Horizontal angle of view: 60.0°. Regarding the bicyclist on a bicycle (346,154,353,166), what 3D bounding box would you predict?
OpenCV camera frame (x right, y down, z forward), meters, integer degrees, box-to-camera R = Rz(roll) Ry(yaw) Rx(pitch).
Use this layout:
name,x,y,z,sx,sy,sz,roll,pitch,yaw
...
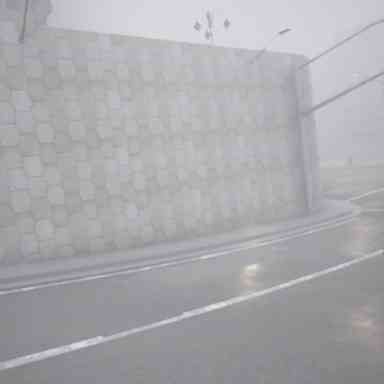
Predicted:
name,x,y,z,sx,sy,sz,roll,pitch,yaw
bicyclist on a bicycle,21.920,-4.410,46.234,1.656,1.620,0.582,-12,7,-35
